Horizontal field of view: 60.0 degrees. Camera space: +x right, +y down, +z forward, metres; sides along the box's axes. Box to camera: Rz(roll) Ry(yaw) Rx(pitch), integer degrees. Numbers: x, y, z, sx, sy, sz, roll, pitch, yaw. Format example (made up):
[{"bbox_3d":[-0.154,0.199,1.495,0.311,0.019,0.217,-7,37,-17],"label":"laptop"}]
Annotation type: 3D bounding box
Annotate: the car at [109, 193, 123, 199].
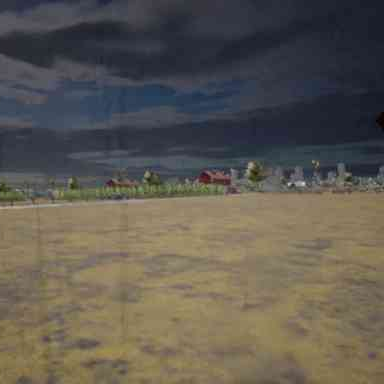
[{"bbox_3d":[-16.347,0.898,71.556,1.882,1.535,5.008,-1,1,36],"label":"car"}]
